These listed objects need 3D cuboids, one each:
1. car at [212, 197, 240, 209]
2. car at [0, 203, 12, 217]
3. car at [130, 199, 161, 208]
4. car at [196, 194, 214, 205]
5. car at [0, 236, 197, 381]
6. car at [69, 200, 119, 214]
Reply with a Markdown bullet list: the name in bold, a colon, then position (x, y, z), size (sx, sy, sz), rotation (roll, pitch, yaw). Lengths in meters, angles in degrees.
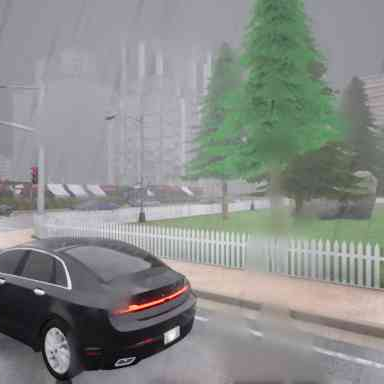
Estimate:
- **car**: position (4.927, 1.563, 44.974), size (1.994, 1.385, 4.181), rotation (0, 0, 34)
- **car**: position (-18.401, 1.563, 29.627), size (1.994, 1.385, 4.181), rotation (0, 0, 37)
- **car**: position (-6.606, 1.600, 46.986), size (1.895, 1.301, 4.718), rotation (0, 0, 34)
- **car**: position (2.850, 1.491, 54.693), size (2.128, 1.511, 4.902), rotation (0, 0, 34)
- **car**: position (-2.211, 1.505, 5.505), size (4.892, 1.490, 1.837), rotation (0, 0, 36)
- **car**: position (-10.256, 1.547, 35.284), size (2.033, 1.411, 5.357), rotation (0, 0, 34)
